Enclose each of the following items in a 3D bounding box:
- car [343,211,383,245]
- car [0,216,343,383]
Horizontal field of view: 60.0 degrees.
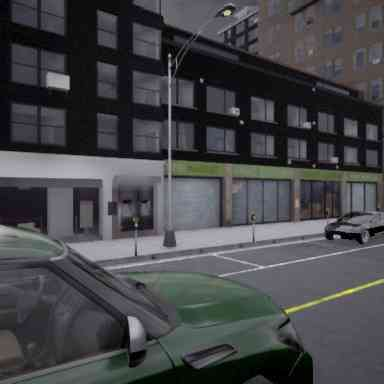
[{"bbox_3d":[8.036,1.565,15.630,4.313,1.339,1.947,0,0,-36],"label":"car"},{"bbox_3d":[-1.608,1.216,2.134,5.566,2.045,2.150,0,0,-36],"label":"car"}]
